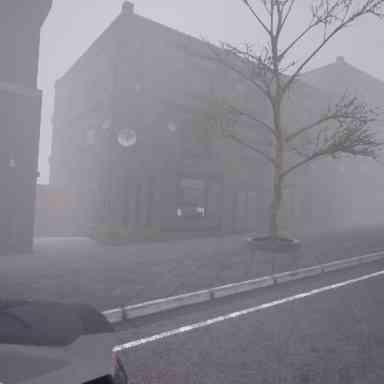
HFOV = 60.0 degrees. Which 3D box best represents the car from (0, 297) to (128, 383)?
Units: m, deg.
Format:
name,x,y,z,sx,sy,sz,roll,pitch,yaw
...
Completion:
name,x,y,z,sx,sy,sz,roll,pitch,yaw
car,-2.749,1.489,1.728,4.902,1.511,2.128,0,0,-35
